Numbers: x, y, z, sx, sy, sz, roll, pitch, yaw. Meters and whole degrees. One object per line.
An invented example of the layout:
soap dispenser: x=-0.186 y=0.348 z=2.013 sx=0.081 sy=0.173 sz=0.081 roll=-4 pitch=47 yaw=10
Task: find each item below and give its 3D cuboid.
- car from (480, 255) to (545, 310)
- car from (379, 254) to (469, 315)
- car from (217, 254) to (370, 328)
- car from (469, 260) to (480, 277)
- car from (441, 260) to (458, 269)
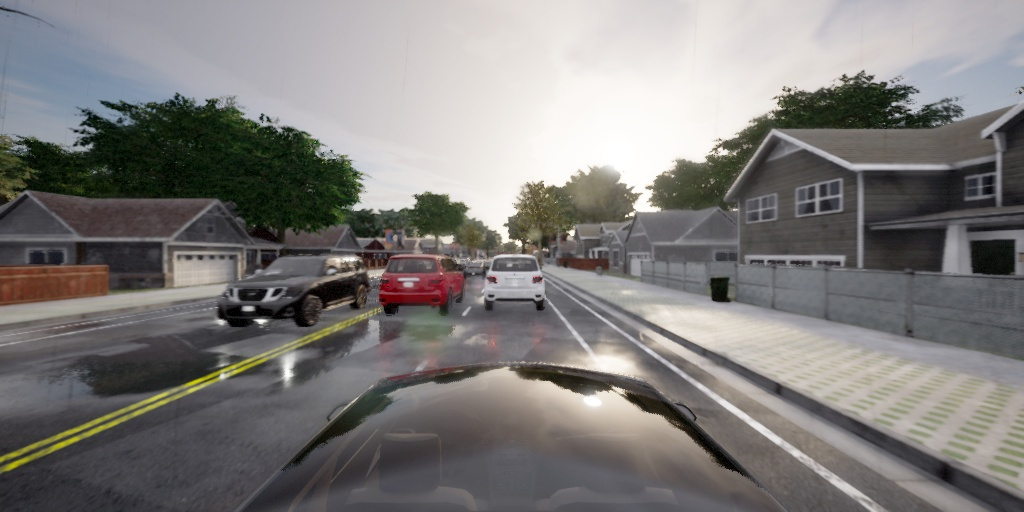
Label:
car: x=0.098 y=0.962 z=14.782 sx=2.150 sy=2.045 sz=5.566 roll=0 pitch=0 yaw=0
car: x=-3.153 y=0.962 z=13.607 sx=2.150 sy=2.045 sz=5.566 roll=0 pitch=0 yaw=0
car: x=-6.602 y=0.963 z=11.749 sx=2.150 sy=2.045 sz=5.566 roll=0 pitch=0 yaw=0
car: x=-3.156 y=1.236 z=31.832 sx=2.128 sy=1.511 sz=4.902 roll=0 pitch=0 yaw=0
car: x=-9.810 y=1.365 z=56.854 sx=1.895 sy=1.301 sz=4.718 roll=0 pitch=0 yaw=1
